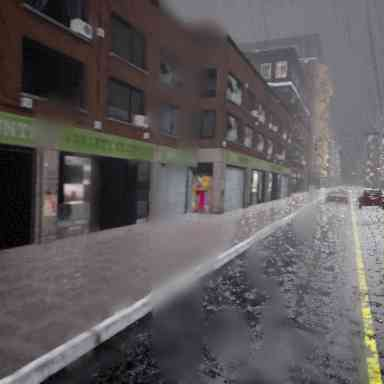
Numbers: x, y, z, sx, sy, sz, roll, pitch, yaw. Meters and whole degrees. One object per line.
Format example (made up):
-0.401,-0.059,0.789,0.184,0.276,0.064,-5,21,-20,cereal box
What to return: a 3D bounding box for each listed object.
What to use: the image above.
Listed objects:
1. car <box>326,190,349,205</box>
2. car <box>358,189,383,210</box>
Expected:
14.778,0.497,33.737,1.994,1.385,4.181,3,3,25,car
15.886,0.523,29.418,2.097,1.767,4.553,3,3,25,car
